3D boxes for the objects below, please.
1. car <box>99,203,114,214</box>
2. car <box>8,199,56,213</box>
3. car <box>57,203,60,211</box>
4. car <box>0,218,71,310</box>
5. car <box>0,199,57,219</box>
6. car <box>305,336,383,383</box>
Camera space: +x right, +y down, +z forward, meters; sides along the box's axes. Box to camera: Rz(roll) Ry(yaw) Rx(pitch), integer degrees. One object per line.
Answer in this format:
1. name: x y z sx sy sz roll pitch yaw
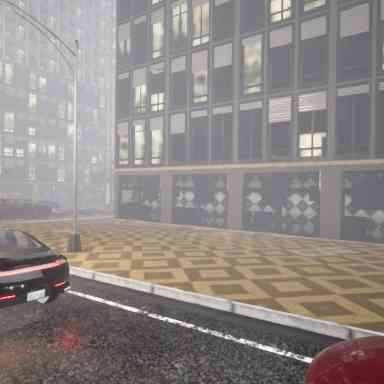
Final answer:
1. car: -8.751 1.828 39.672 1.752 1.417 4.829 1 0 36
2. car: -19.046 1.641 39.817 1.752 1.417 4.829 1 0 36
3. car: -17.450 1.657 37.600 1.837 1.490 4.892 1 0 36
4. car: -4.550 1.488 6.902 4.902 1.511 2.128 0 0 35
5. car: -15.532 1.518 30.448 2.192 1.841 5.009 1 0 36
6. car: 2.937 1.526 1.602 4.674 1.442 1.812 0 0 35
